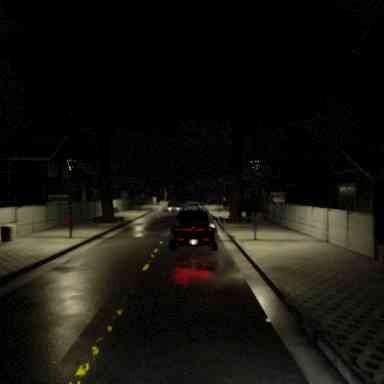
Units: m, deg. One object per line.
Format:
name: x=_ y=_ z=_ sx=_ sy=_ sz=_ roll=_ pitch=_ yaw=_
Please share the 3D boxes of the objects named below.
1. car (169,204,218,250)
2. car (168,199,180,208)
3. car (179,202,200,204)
car: x=0.071 y=1.512 z=14.302 sx=1.837 sy=1.490 sz=4.892 roll=0 pitch=0 yaw=0
car: x=-2.813 y=1.761 z=53.469 sx=2.033 sy=1.411 sz=5.357 roll=0 pitch=0 yaw=0
car: x=0.074 y=1.590 z=30.187 sx=1.812 sy=1.442 sz=4.674 roll=0 pitch=0 yaw=0
